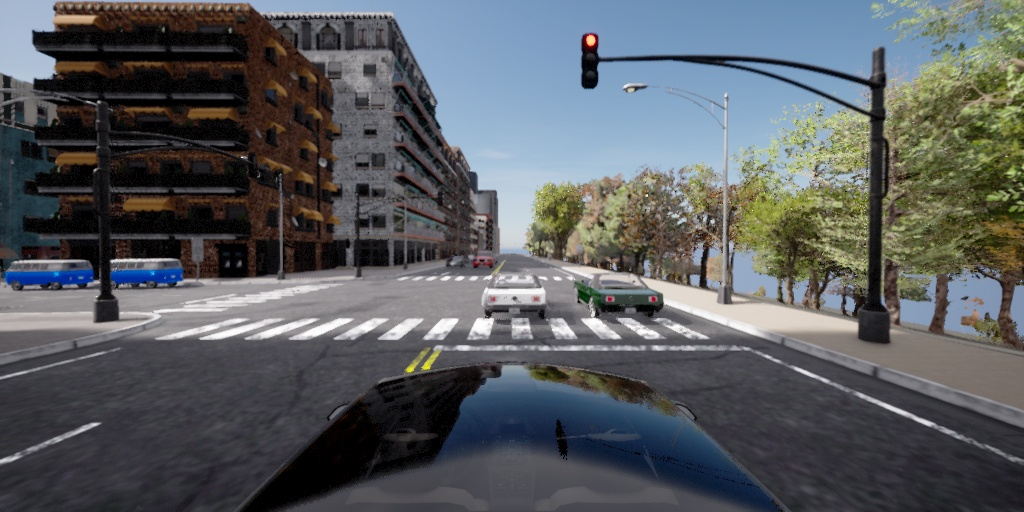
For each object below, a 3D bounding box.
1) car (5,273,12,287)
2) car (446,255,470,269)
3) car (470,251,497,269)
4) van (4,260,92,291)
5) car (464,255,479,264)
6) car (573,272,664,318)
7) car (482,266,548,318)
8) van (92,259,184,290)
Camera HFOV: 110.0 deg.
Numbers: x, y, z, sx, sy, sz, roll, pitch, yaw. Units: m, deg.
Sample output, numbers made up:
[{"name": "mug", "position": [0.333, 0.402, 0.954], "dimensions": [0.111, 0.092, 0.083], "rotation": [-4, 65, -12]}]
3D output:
[{"name": "car", "position": [-22.622, 1.457, 13.733], "dimensions": [4.207, 1.307, 1.802], "rotation": [0, 0, -1]}, {"name": "car", "position": [-6.556, 0.684, 42.247], "dimensions": [2.128, 1.511, 4.902], "rotation": [0, 1, 0]}, {"name": "car", "position": [-3.308, 0.415, 42.185], "dimensions": [2.150, 2.045, 5.566], "rotation": [0, 1, 0]}, {"name": "van", "position": [-28.303, 1.143, 22.008], "dimensions": [3.998, 1.789, 1.690], "rotation": [0, 0, -1]}, {"name": "car", "position": [-6.519, 0.513, 57.675], "dimensions": [1.812, 1.442, 4.674], "rotation": [0, 1, 0]}, {"name": "car", "position": [3.339, 1.204, 12.255], "dimensions": [1.895, 1.301, 4.718], "rotation": [0, 1, 0]}, {"name": "car", "position": [0.086, 1.206, 12.265], "dimensions": [1.895, 1.301, 4.718], "rotation": [0, 1, 0]}, {"name": "van", "position": [-22.701, 1.068, 22.079], "dimensions": [3.998, 1.789, 1.690], "rotation": [0, 0, -1]}]
